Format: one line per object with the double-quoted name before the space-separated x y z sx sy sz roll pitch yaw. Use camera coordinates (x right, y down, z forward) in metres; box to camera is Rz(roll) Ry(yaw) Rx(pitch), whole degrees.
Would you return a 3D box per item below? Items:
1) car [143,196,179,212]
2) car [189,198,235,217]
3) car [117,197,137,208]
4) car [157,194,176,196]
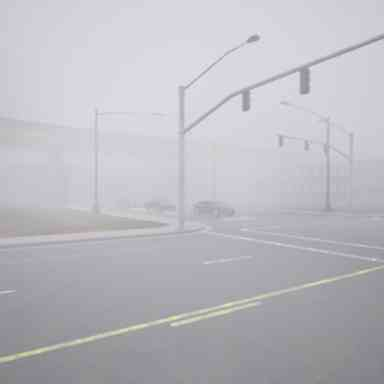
"car" -3.953 1.533 39.916 2.033 1.411 5.357 0 0 -35
"car" 2.020 1.507 31.475 1.837 1.490 4.892 0 0 -35
"car" -9.604 1.461 48.686 2.128 1.511 4.902 0 0 -29
"car" -6.487 1.516 72.452 2.033 1.411 5.357 0 0 31
